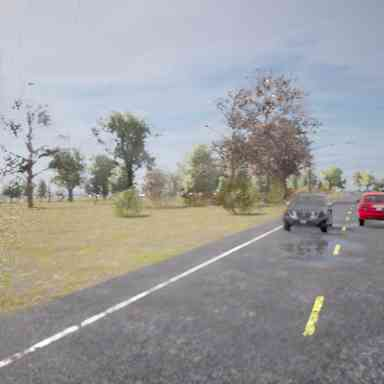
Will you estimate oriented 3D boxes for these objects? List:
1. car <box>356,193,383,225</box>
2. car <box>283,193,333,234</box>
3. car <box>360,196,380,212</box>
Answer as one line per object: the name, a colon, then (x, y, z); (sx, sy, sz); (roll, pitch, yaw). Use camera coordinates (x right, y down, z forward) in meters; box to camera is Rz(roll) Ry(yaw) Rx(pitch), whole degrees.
car: (12.108, 1.052, 21.753); (2.150, 2.045, 5.566); (0, 1, 27)
car: (6.753, 1.109, 19.024); (2.150, 2.045, 5.566); (0, 0, 26)
car: (19.441, 1.219, 36.498); (1.837, 1.490, 4.892); (0, 1, 27)
